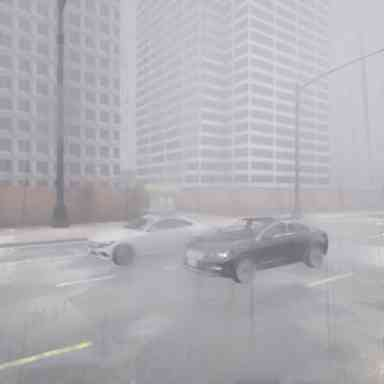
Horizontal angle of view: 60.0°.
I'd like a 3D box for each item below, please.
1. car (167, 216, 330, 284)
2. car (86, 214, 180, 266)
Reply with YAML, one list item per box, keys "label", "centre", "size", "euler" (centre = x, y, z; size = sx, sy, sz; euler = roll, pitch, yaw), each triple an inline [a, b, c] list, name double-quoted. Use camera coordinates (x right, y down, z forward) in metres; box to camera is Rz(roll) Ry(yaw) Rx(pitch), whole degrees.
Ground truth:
- label: "car"
  centre: [2.009, 1.496, 9.701]
  size: [4.902, 1.511, 2.128]
  euler: [0, 0, -35]
- label: "car"
  centre: [-1.286, 1.529, 11.663]
  size: [4.674, 1.442, 1.812]
  euler: [0, 0, -35]
